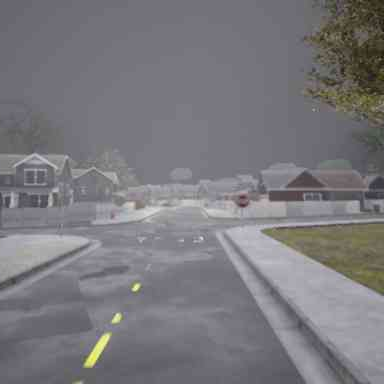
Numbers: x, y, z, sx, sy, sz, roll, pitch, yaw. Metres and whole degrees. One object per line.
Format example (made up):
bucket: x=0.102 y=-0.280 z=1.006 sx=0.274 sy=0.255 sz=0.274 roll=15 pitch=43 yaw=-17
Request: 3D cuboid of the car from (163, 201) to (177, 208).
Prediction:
car: x=-4.732 y=2.569 z=69.796 sx=2.128 sy=1.511 sz=4.902 roll=1 pitch=-1 yaw=-23
